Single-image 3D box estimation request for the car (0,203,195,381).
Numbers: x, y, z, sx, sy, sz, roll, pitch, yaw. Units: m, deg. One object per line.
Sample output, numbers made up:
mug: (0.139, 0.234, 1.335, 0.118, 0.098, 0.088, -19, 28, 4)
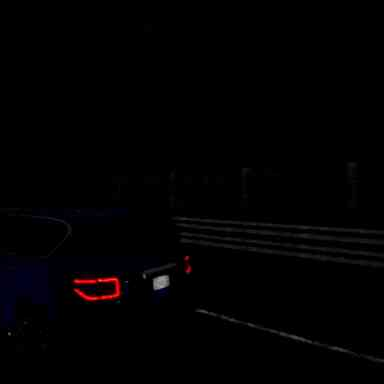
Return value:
car: (-2.553, 1.215, 5.708, 5.566, 2.045, 2.150, 0, 0, 36)
